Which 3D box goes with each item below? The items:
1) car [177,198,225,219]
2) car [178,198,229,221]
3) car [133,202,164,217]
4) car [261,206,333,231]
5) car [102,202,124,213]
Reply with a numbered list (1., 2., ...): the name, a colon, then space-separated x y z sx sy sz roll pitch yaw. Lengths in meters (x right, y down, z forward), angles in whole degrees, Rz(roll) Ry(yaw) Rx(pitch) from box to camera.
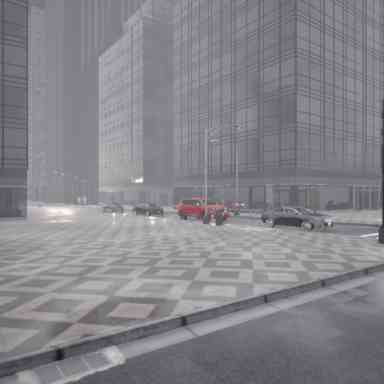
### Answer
1. car: 0.810 1.637 35.612 2.150 2.045 5.566 0 -1 -36
2. car: 0.884 1.568 30.059 2.150 2.045 5.566 0 -1 -37
3. car: -5.087 1.980 38.311 1.882 1.535 5.008 0 -1 -36
4. car: 6.793 1.683 21.924 2.128 1.511 4.902 0 -1 -36
5. car: -11.172 2.170 46.778 1.837 1.490 4.892 0 -1 -35
